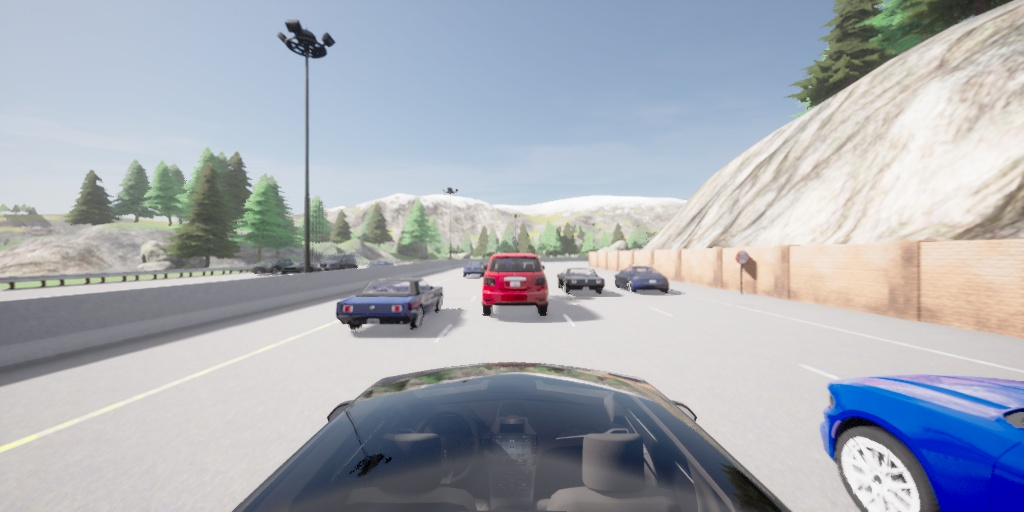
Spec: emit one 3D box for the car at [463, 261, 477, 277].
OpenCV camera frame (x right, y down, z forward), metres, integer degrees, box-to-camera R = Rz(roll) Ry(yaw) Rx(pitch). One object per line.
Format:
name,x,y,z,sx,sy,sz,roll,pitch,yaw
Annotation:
car,-3.403,1.182,33.392,2.033,1.411,5.357,0,0,0

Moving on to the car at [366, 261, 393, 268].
car,-14.095,1.181,38.416,1.994,1.385,4.181,0,0,0

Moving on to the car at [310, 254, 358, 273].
car,-17.600,0.846,36.113,2.150,2.045,5.566,0,0,0

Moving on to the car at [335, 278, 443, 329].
car,-3.401,1.317,11.030,1.895,1.301,4.718,0,0,0

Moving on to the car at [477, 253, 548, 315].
car,0.098,0.928,13.465,2.150,2.045,5.566,0,0,0

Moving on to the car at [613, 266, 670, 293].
car,7.097,1.246,20.083,1.994,1.385,4.181,0,0,0

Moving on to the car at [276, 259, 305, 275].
car,-21.097,1.226,36.212,1.895,1.301,4.718,0,0,0

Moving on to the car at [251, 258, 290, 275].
car,-24.591,0.973,37.075,2.097,1.767,4.553,0,0,0

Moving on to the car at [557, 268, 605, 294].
car,3.598,1.285,19.640,1.895,1.301,4.718,0,0,0

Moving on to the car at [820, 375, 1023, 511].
car,3.599,1.230,1.020,1.882,1.535,5.008,0,0,0
